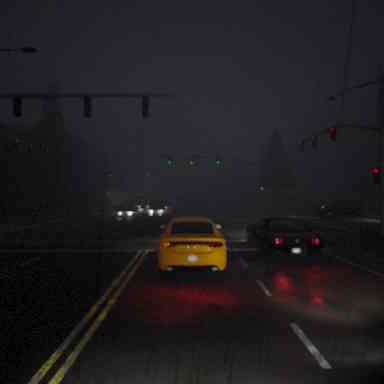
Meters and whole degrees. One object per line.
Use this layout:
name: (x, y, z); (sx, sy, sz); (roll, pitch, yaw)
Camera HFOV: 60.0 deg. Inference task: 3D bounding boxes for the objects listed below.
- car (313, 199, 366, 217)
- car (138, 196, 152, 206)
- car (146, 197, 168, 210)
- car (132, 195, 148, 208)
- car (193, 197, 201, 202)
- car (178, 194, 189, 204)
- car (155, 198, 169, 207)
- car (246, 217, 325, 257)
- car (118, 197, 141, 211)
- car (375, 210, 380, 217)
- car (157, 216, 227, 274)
car: (14.075, 1.491, 31.962); (4.553, 1.767, 2.097); (0, 0, -2)
car: (-8.657, 1.620, 61.947); (2.097, 1.767, 4.553); (0, 0, -1)
car: (-4.804, 1.764, 46.140); (1.994, 1.385, 4.181); (0, 0, -2)
car: (-8.453, 1.447, 52.149); (2.150, 2.045, 5.566); (0, 0, -1)
car: (1.287, 1.961, 84.606); (1.895, 1.301, 4.718); (0, 0, -1)
car: (-1.850, 1.532, 70.864); (2.150, 2.045, 5.566); (0, 0, -1)
car: (-5.042, 1.807, 56.170); (1.994, 1.385, 4.181); (0, 0, -1)
car: (3.416, 1.659, 13.207); (1.895, 1.301, 4.718); (0, 0, -1)
car: (-8.218, 1.750, 42.827); (1.994, 1.385, 4.181); (0, 0, -1)
car: (18.765, 1.671, 28.596); (5.357, 1.411, 2.033); (0, 0, -2)
car: (-0.035, 1.525, 10.820); (1.882, 1.535, 5.008); (0, 0, -1)
